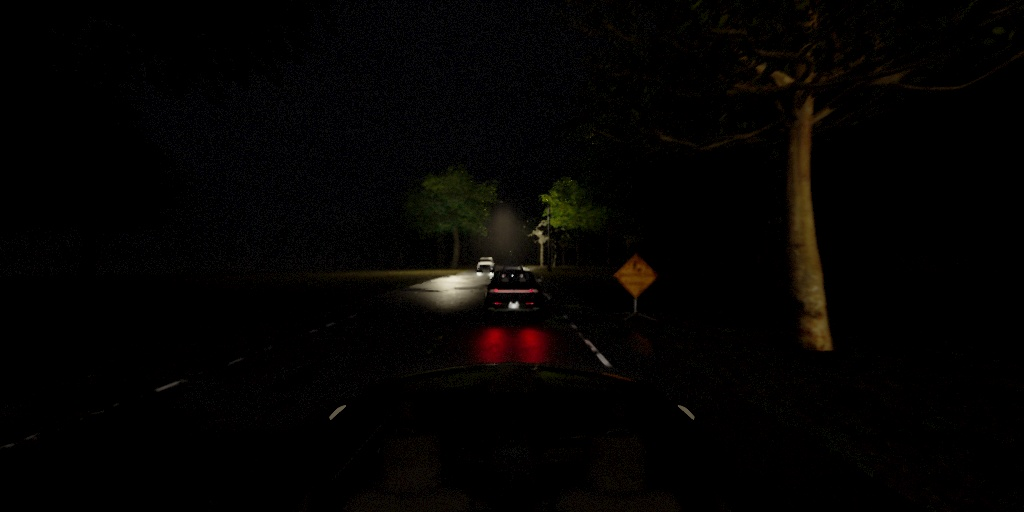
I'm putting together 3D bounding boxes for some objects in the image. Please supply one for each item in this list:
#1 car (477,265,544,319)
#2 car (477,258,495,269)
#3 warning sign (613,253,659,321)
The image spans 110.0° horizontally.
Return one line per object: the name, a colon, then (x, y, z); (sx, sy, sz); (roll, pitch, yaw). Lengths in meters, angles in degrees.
car: (0.064, 1.228, 12.695); (2.128, 1.511, 4.902); (0, 0, 0)
car: (-3.593, 1.258, 50.065); (2.150, 2.045, 5.566); (0, 0, 0)
warning sign: (3.548, 0.850, 10.365); (1.300, 1.860, 1.060); (0, 0, 0)
